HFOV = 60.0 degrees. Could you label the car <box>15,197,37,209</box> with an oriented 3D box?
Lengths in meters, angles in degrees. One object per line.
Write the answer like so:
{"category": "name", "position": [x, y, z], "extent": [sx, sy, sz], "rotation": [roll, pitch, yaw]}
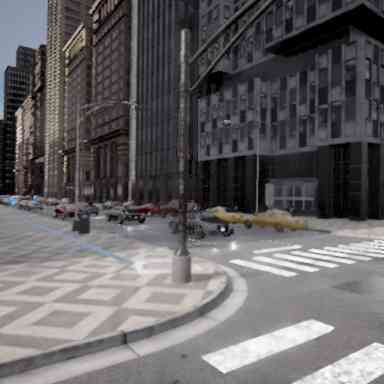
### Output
{"category": "car", "position": [-24.203, 1.819, 48.752], "extent": [1.802, 1.307, 4.206], "rotation": [1, -1, -35]}

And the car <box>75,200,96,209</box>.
{"category": "car", "position": [-17.244, 1.936, 53.675], "extent": [1.947, 1.339, 4.313], "rotation": [1, -1, -35]}

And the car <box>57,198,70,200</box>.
{"category": "car", "position": [-18.853, 1.831, 51.343], "extent": [1.837, 1.490, 4.892], "rotation": [1, -1, -35]}

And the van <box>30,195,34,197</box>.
{"category": "van", "position": [-39.827, 1.837, 85.732], "extent": [1.690, 1.788, 3.998], "rotation": [1, -1, -35]}

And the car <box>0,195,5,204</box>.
{"category": "car", "position": [-37.110, 1.889, 67.070], "extent": [1.802, 1.307, 4.206], "rotation": [1, -1, -35]}

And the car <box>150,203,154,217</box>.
{"category": "car", "position": [-4.339, 1.849, 35.357], "extent": [1.887, 1.381, 4.507], "rotation": [1, -1, -35]}

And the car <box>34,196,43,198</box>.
{"category": "car", "position": [-36.700, 2.003, 81.290], "extent": [1.752, 1.417, 4.829], "rotation": [1, -1, -35]}

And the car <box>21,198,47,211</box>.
{"category": "car", "position": [-20.977, 1.802, 44.172], "extent": [1.802, 1.307, 4.206], "rotation": [1, -1, -35]}

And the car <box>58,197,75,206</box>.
{"category": "car", "position": [-23.696, 1.845, 62.834], "extent": [1.967, 1.590, 4.097], "rotation": [1, -1, -35]}

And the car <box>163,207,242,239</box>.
{"category": "car", "position": [0.437, 1.729, 18.412], "extent": [1.994, 1.385, 4.181], "rotation": [1, -1, -35]}

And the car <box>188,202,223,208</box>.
{"category": "car", "position": [2.016, 1.798, 26.338], "extent": [1.752, 1.417, 4.829], "rotation": [1, -1, -35]}

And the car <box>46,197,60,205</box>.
{"category": "car", "position": [-30.148, 1.881, 71.993], "extent": [1.967, 1.590, 4.097], "rotation": [1, -1, -35]}

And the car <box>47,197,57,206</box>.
{"category": "car", "position": [-24.854, 1.959, 59.855], "extent": [1.895, 1.301, 4.718], "rotation": [1, -1, -35]}

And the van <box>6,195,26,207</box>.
{"category": "van", "position": [-30.655, 1.613, 57.914], "extent": [1.690, 1.788, 3.998], "rotation": [1, -1, -35]}

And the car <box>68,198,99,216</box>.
{"category": "car", "position": [-11.313, 1.729, 35.103], "extent": [1.837, 1.490, 4.892], "rotation": [1, -1, -35]}

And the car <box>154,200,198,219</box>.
{"category": "car", "position": [-1.110, 1.603, 30.780], "extent": [2.192, 1.841, 5.009], "rotation": [1, -1, -35]}

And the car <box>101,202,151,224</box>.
{"category": "car", "position": [-5.334, 1.758, 26.605], "extent": [1.994, 1.385, 4.181], "rotation": [1, -1, -35]}

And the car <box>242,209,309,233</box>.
{"category": "car", "position": [5.242, 1.782, 21.759], "extent": [1.752, 1.417, 4.829], "rotation": [1, -1, -35]}

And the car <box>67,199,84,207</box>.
{"category": "car", "position": [-20.471, 1.970, 58.254], "extent": [1.802, 1.307, 4.206], "rotation": [1, -1, -35]}

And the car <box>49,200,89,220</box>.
{"category": "car", "position": [-11.297, 1.715, 30.434], "extent": [1.887, 1.381, 4.507], "rotation": [1, -1, -35]}

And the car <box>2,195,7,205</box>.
{"category": "car", "position": [-33.785, 1.814, 62.352], "extent": [1.752, 1.417, 4.829], "rotation": [1, -1, -35]}
